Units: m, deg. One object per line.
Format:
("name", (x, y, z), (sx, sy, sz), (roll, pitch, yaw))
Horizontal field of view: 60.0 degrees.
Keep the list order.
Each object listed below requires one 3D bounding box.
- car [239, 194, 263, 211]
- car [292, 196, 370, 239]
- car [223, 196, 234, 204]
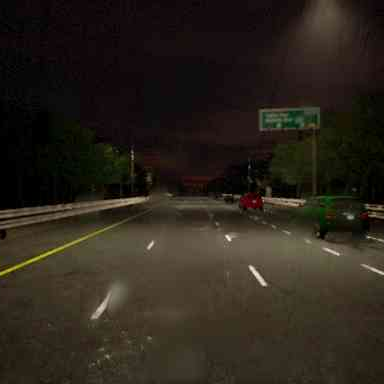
("car", (7.080, 1.200, 40.228), (2.150, 2.045, 5.566), (0, 0, 0))
("car", (7.020, 1.218, 17.394), (2.150, 2.045, 5.566), (0, 0, 0))
("car", (7.142, 1.472, 64.821), (1.837, 1.490, 4.892), (0, 0, 0))
